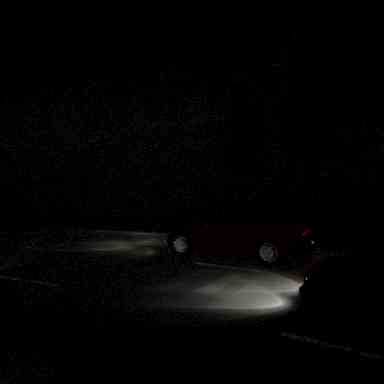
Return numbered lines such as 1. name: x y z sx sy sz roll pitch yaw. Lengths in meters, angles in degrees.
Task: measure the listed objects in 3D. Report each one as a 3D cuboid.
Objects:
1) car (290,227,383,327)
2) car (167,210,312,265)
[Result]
1. car: 4.529 1.467 5.090 5.357 1.411 2.033 0 1 37
2. car: 1.472 1.357 11.233 5.008 1.535 1.882 0 0 30
